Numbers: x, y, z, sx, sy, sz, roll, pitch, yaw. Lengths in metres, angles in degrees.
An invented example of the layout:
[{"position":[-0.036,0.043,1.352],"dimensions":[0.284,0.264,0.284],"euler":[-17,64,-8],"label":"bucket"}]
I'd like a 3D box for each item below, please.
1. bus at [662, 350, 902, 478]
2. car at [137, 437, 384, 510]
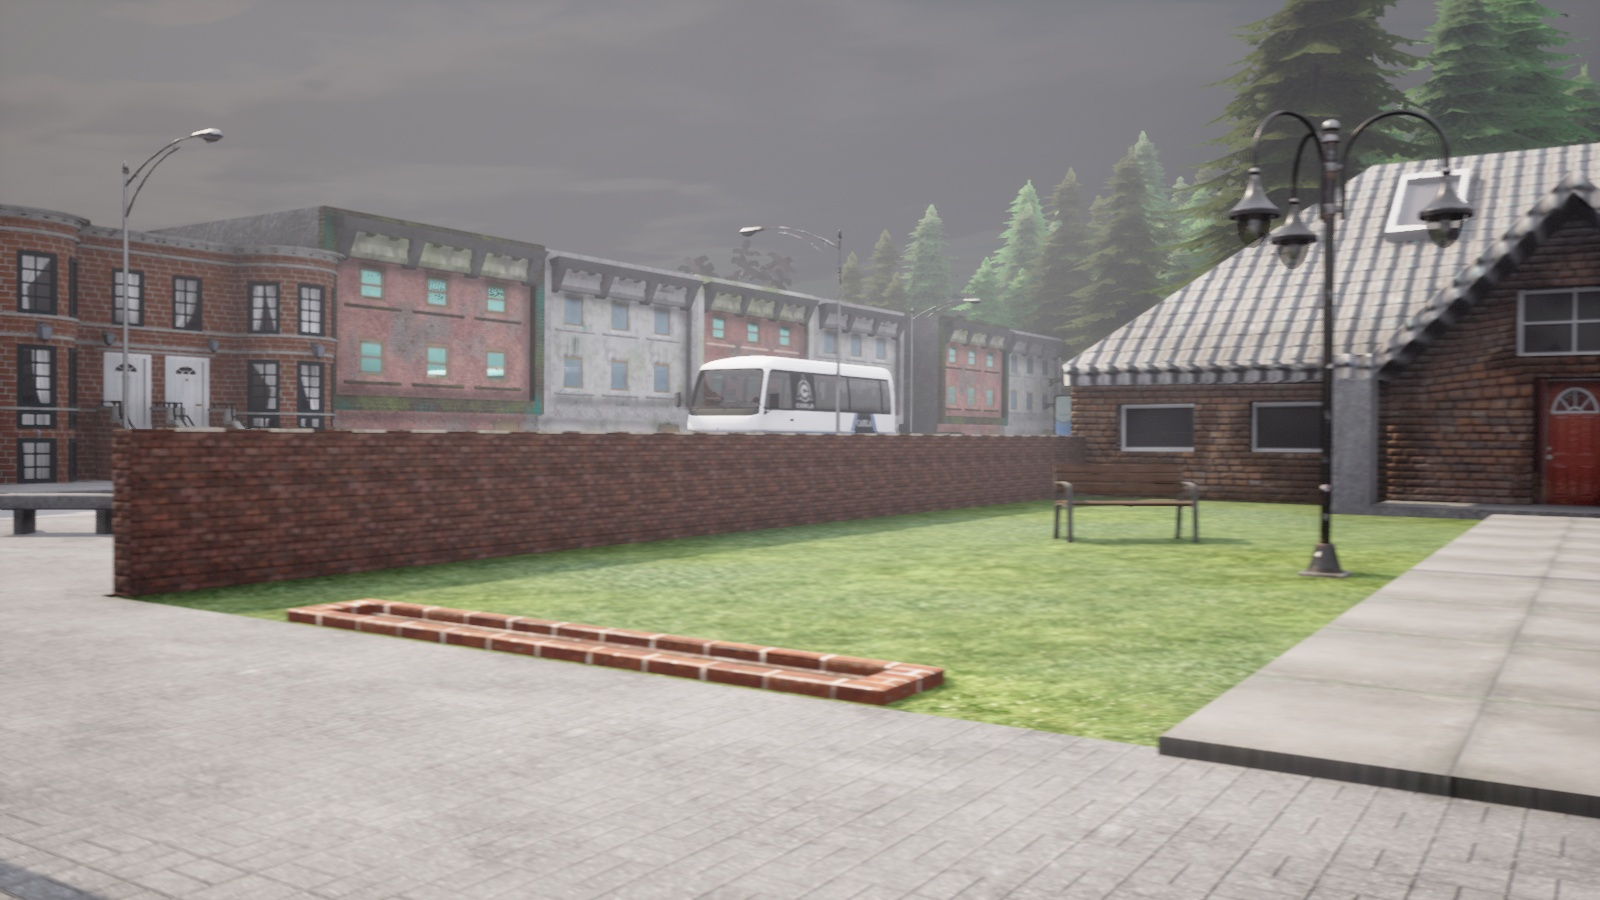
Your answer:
[{"position":[-0.363,-1.273,47.104],"dimensions":[3.944,4.253,10.273],"euler":[0,1,33],"label":"bus"},{"position":[-12.233,0.464,28.812],"dimensions":[2.163,1.488,4.792],"euler":[0,1,33],"label":"car"}]
